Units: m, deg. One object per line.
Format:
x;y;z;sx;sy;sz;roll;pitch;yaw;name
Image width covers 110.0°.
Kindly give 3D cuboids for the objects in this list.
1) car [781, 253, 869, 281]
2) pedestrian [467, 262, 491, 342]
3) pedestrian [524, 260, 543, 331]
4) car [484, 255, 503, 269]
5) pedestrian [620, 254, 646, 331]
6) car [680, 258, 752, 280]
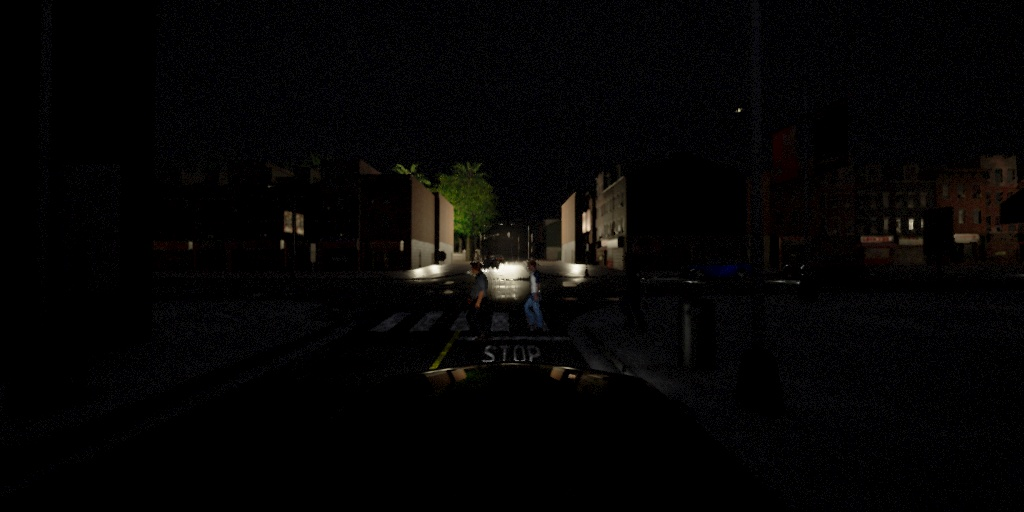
20.557;0.694;23.723;4.553;1.767;2.097;-1;-1;0;car
-0.739;0.996;7.986;0.375;1.860;0.375;1;-1;0;pedestrian
0.588;0.986;9.185;0.375;1.860;0.375;1;-1;0;pedestrian
-2.526;0.929;45.723;2.033;1.411;5.357;0;1;0;car
2.884;0.838;8.586;0.375;1.860;0.375;1;-1;0;pedestrian
15.227;0.934;26.923;5.008;1.535;1.882;-1;-1;0;car
